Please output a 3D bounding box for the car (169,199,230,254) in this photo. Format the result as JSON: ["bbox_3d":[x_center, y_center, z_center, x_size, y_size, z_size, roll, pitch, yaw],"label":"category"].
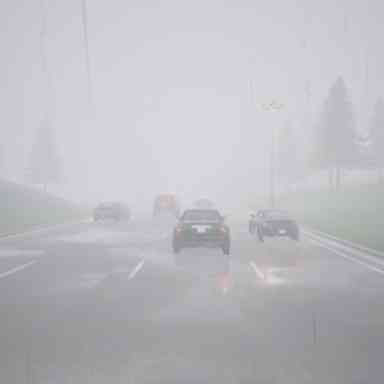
[{"bbox_3d":[0.394,1.368,13.831,2.097,1.767,4.553,0,0,2],"label":"car"}]

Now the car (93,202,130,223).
[{"bbox_3d":[-6.149,1.510,25.875,2.128,1.511,4.902,0,0,2],"label":"car"}]

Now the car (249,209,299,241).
[{"bbox_3d":[3.987,1.549,16.666,1.812,1.442,4.674,0,0,2],"label":"car"}]

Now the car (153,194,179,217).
[{"bbox_3d":[-2.377,1.250,32.148,2.150,2.045,5.566,0,0,2],"label":"car"}]
